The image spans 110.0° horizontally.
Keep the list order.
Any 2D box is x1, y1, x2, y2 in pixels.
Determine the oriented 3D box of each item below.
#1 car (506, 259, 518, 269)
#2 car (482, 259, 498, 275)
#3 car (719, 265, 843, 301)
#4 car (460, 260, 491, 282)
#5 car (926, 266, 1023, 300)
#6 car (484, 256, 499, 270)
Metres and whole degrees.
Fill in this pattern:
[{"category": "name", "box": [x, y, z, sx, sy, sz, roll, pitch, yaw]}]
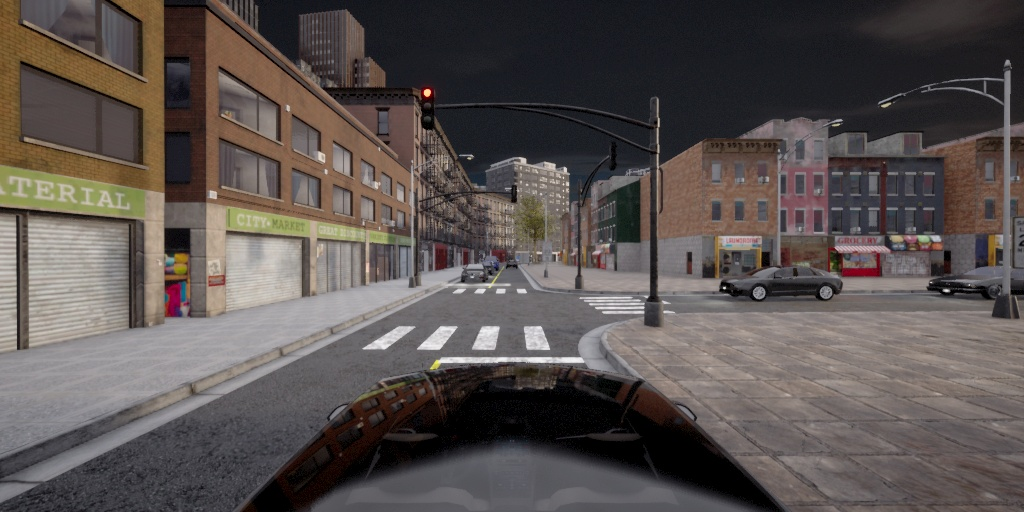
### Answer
[{"category": "car", "box": [-0.031, 1.287, 58.835, 1.837, 1.490, 4.892, 0, -1, 0]}, {"category": "car", "box": [-2.940, 1.310, 39.090, 2.033, 1.411, 5.357, 0, 0, 0]}, {"category": "car", "box": [12.016, 1.178, 16.198, 4.892, 1.490, 1.837, 0, 0, 0]}, {"category": "car", "box": [-2.906, 1.281, 28.657, 1.812, 1.442, 4.674, 0, 0, 0]}, {"category": "car", "box": [22.339, 1.165, 16.253, 5.357, 1.411, 2.033, 0, 0, 0]}, {"category": "car", "box": [-2.944, 0.995, 49.711, 2.150, 2.045, 5.566, 0, 0, 1]}]
